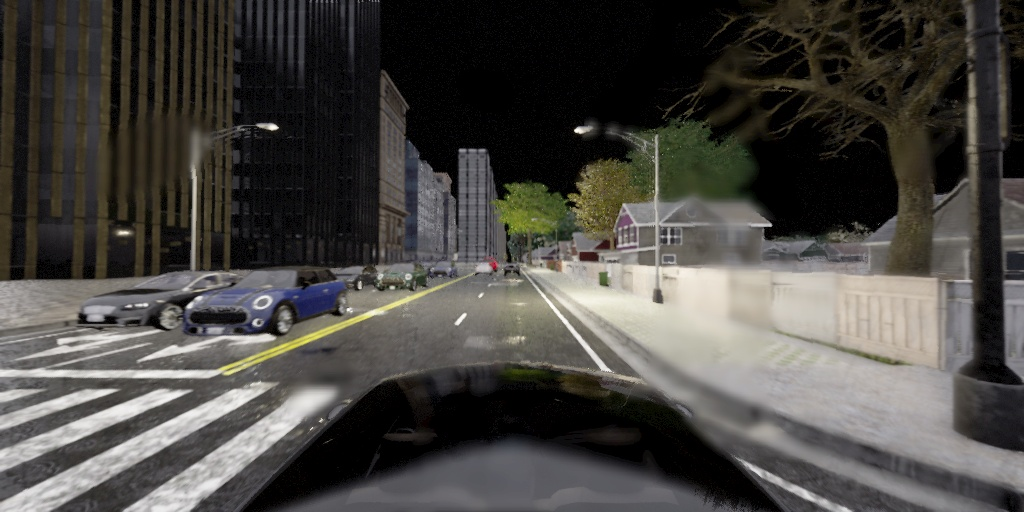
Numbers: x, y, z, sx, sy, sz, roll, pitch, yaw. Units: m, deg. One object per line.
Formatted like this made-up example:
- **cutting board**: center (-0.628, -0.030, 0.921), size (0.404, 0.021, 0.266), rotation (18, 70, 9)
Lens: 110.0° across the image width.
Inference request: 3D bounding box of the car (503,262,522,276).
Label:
- **car**: center (0.020, 1.476, 41.240), size (1.837, 1.490, 4.892), rotation (0, 0, 0)

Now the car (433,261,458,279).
- **car**: center (-6.563, 1.260, 34.924), size (2.097, 1.767, 4.553), rotation (0, -1, 0)

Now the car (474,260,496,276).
- **car**: center (-3.229, 1.490, 41.658), size (1.812, 1.442, 4.674), rotation (0, 0, 0)

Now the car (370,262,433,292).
- **car**: center (-6.579, 1.168, 21.963), size (2.097, 1.767, 4.553), rotation (0, 0, 0)

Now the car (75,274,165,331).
- **car**: center (-9.837, 1.223, 10.932), size (2.128, 1.511, 4.902), rotation (0, 0, 0)

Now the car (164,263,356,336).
- **car**: center (-6.588, 1.088, 10.221), size (2.097, 1.767, 4.553), rotation (0, 0, 0)

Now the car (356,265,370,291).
- **car**: center (-9.826, 1.315, 22.570), size (1.837, 1.490, 4.892), rotation (0, 0, 0)

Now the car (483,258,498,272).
- **car**: center (-3.224, 1.264, 51.739), size (2.150, 2.045, 5.566), rotation (0, 0, 0)
